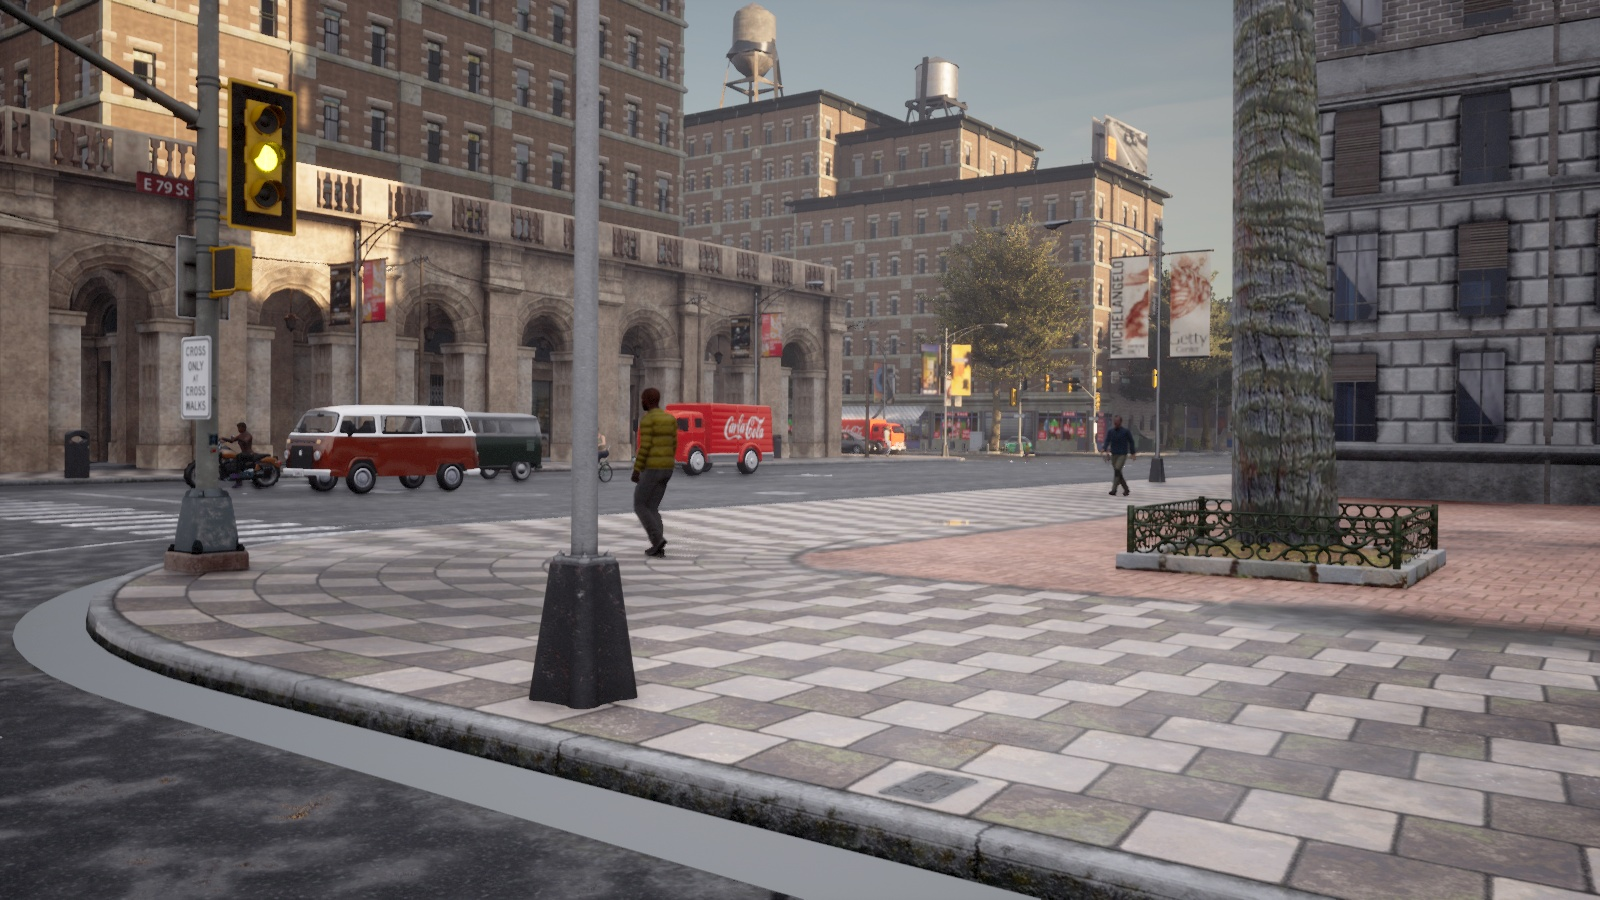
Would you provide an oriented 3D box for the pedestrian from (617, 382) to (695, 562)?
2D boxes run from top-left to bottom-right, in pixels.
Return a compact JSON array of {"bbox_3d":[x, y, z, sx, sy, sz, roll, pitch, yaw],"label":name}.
[{"bbox_3d":[-1.505,0.220,13.132,0.726,1.835,0.370,0,1,36],"label":"pedestrian"}]

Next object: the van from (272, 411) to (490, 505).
[{"bbox_3d":[-9.788,0.132,29.663,2.069,2.038,4.480,0,1,37],"label":"van"}]

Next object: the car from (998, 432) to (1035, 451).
[{"bbox_3d":[15.579,-0.601,90.475,2.207,1.376,1.481,1,1,39],"label":"car"}]

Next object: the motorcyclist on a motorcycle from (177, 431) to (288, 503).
[{"bbox_3d":[-13.624,0.386,30.219,0.766,1.649,2.350,0,1,37],"label":"motorcyclist on a motorcycle"}]

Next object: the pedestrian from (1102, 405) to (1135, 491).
[{"bbox_3d":[6.901,-0.049,27.199,0.402,1.842,0.726,0,1,42],"label":"pedestrian"}]

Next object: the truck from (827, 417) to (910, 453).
[{"bbox_3d":[4.817,-1.021,88.612,5.204,2.467,2.627,0,1,36],"label":"truck"}]

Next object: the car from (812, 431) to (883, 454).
[{"bbox_3d":[3.231,-0.530,85.469,4.514,1.525,2.007,0,1,37],"label":"car"}]

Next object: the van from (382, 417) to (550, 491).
[{"bbox_3d":[-9.462,0.073,35.893,1.775,1.987,4.442,0,1,38],"label":"van"}]

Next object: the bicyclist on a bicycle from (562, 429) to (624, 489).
[{"bbox_3d":[-5.763,0.235,35.063,0.866,1.612,1.509,0,1,37],"label":"bicyclist on a bicycle"}]

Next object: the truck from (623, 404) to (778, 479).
[{"bbox_3d":[-3.416,-0.333,44.055,2.627,2.467,5.204,0,1,37],"label":"truck"}]
